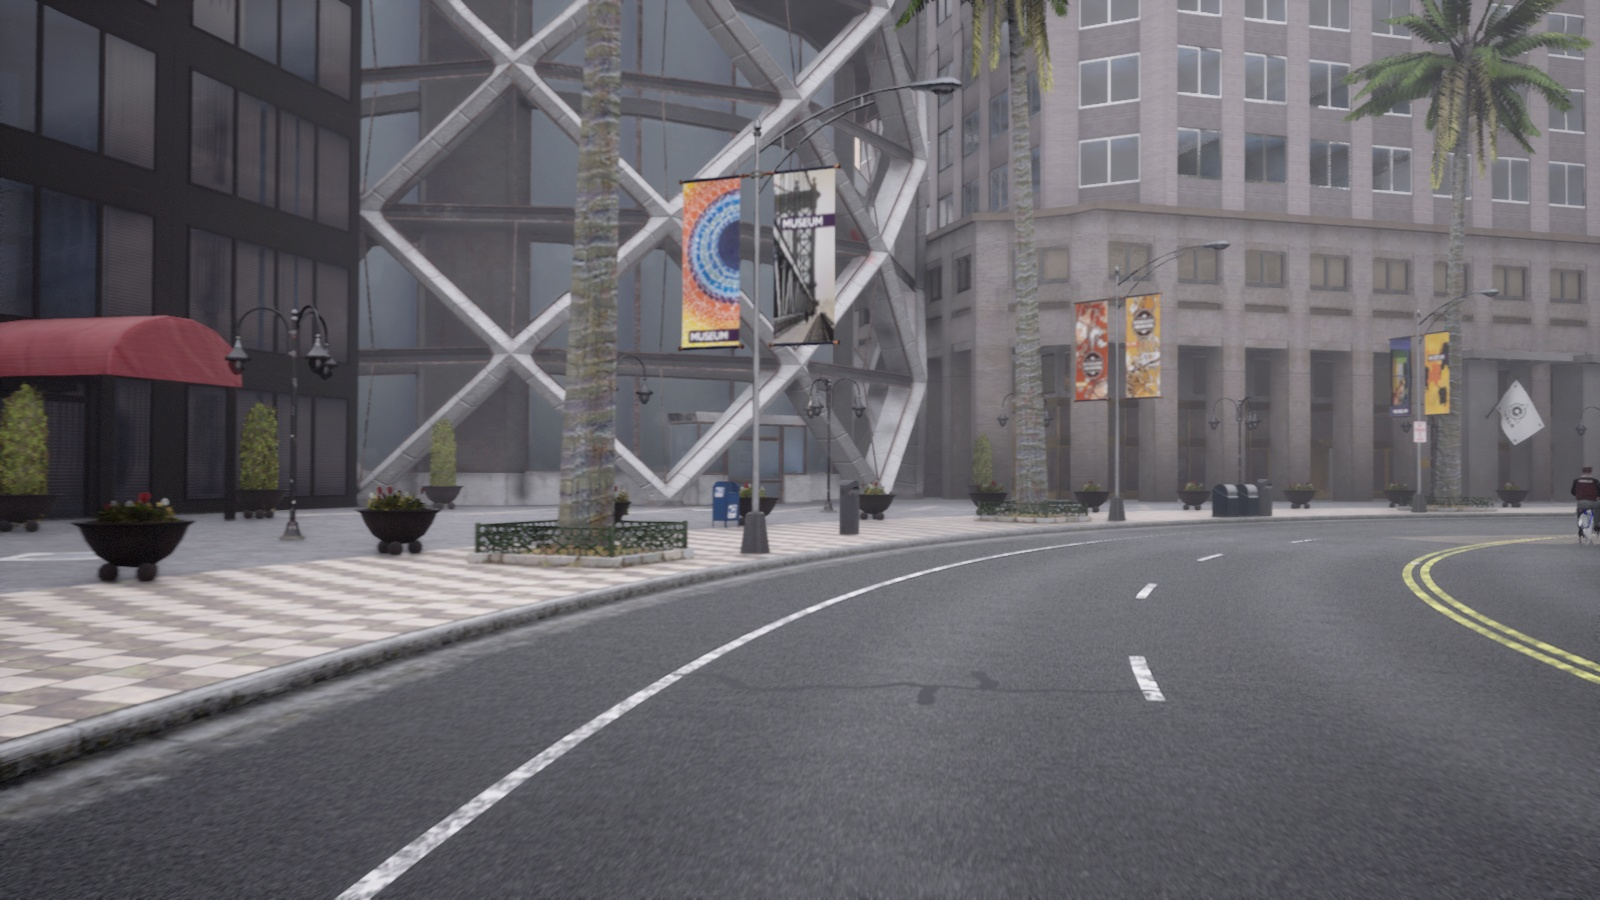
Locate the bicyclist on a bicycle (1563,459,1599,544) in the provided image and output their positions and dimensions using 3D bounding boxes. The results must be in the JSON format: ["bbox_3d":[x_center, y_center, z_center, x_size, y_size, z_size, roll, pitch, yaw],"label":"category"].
[{"bbox_3d":[17.083,1.086,27.133,0.659,1.776,1.843,0,-1,43],"label":"bicyclist on a bicycle"}]
